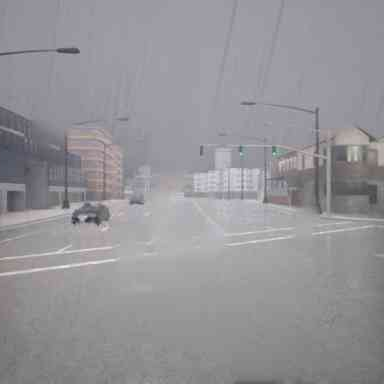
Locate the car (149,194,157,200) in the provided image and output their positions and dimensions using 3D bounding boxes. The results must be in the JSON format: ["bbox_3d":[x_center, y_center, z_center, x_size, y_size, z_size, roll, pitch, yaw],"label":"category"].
[{"bbox_3d":[-9.094,1.095,75.685,1.882,1.535,5.008,0,-1,-2],"label":"car"}]

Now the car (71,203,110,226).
[{"bbox_3d":[-7.269,1.559,24.237,2.128,1.511,4.902,0,0,-2],"label":"car"}]

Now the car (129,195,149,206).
[{"bbox_3d":[-8.177,1.253,49.899,2.033,1.411,5.357,0,1,-2],"label":"car"}]
